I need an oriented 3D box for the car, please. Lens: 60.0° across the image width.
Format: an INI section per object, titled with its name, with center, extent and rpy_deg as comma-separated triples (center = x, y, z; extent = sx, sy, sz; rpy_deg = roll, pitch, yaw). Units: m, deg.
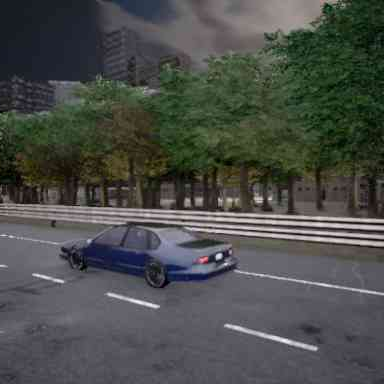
[car]
center = -1.425, 1.549, 9.179
extent = 5.357, 1.411, 2.033
rpy_deg = 0, 0, 35
